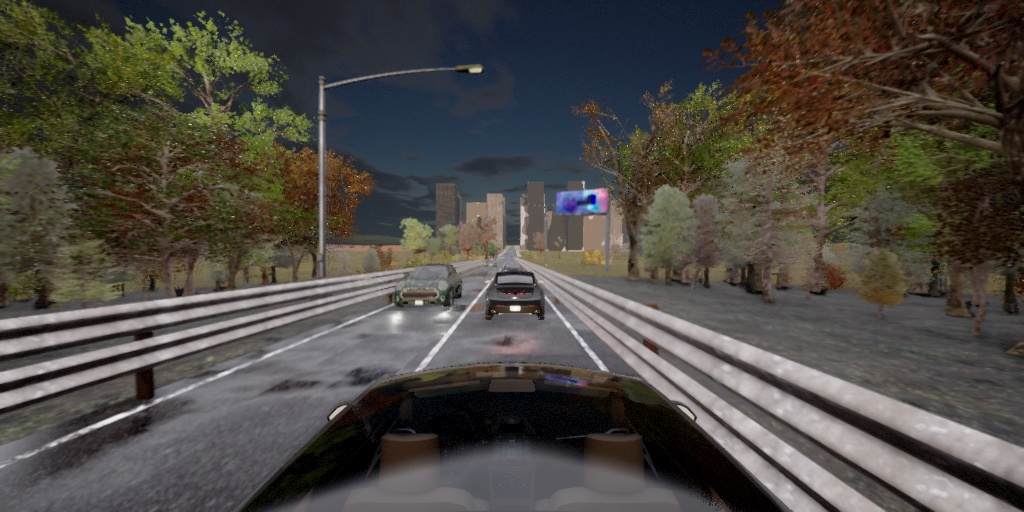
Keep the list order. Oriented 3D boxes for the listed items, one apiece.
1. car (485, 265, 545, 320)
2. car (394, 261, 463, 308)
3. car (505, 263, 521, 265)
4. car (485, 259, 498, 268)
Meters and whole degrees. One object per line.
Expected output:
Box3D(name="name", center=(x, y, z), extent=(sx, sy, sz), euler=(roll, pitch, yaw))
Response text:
Box3D(name="car", center=(0.097, 1.251, 12.675), extent=(1.837, 1.490, 4.892), euler=(0, 0, 0))
Box3D(name="car", center=(-3.353, 1.098, 15.187), extent=(2.097, 1.767, 4.553), euler=(0, 0, 0))
Box3D(name="car", center=(0.079, 1.340, 33.689), extent=(1.895, 1.301, 4.718), euler=(0, 0, 0))
Box3D(name="car", center=(-3.301, 1.260, 58.267), extent=(2.128, 1.511, 4.902), euler=(0, 0, 0))
